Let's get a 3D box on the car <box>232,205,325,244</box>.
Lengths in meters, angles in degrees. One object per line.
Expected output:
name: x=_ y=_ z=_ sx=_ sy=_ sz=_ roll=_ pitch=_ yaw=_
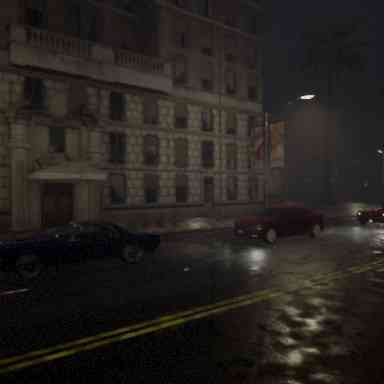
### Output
car: x=4.100 y=1.377 z=15.423 sx=5.008 sy=1.535 sz=1.882 roll=-1 pitch=0 yaw=-34

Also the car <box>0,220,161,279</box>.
car: x=-3.426 y=1.579 z=10.136 sx=4.718 sy=1.301 sz=1.895 roll=-1 pitch=0 yaw=-35

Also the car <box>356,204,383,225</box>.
car: x=12.564 y=1.411 z=21.263 sx=4.718 sy=1.301 sz=1.895 roll=-1 pitch=0 yaw=-35
